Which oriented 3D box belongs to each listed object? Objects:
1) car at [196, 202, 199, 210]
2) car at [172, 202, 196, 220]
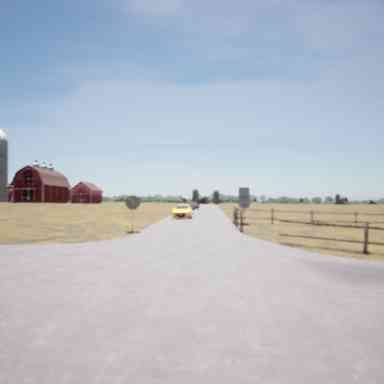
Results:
[{"bbox_3d":[0.164,2.308,55.694,1.994,1.385,4.181,-1,-1,3],"label":"car"},{"bbox_3d":[-0.941,1.957,33.832,1.882,1.535,5.008,-1,-1,3],"label":"car"}]
